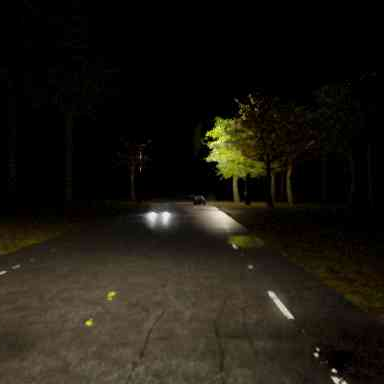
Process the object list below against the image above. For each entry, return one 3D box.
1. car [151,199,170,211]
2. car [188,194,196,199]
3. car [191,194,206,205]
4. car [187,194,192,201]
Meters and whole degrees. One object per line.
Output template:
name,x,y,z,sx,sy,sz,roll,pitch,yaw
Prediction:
car,-3.601,1.497,38.256,1.895,1.301,4.718,0,0,0
car,-0.013,1.092,87.386,1.895,1.301,4.718,0,0,0
car,1.217,1.349,52.472,1.812,1.442,4.674,0,0,0
car,-0.010,1.222,70.273,1.994,1.385,4.181,0,0,0
